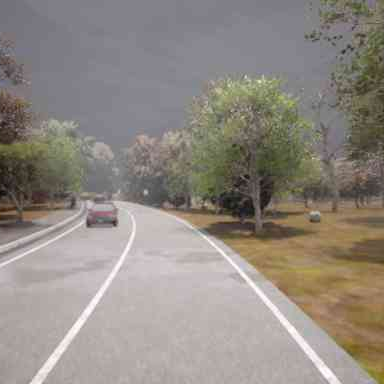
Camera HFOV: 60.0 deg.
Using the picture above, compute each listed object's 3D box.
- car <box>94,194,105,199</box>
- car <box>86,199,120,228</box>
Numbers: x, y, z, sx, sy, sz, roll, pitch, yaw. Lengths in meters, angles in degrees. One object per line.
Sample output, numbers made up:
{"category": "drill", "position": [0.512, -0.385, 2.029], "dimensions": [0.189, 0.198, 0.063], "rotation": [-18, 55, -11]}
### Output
{"category": "car", "position": [-17.382, 1.088, 62.228], "dimensions": [1.882, 1.535, 5.008], "rotation": [1, 0, -18]}
{"category": "car", "position": [-5.707, 1.420, 21.645], "dimensions": [1.812, 1.442, 4.674], "rotation": [1, 0, -10]}
